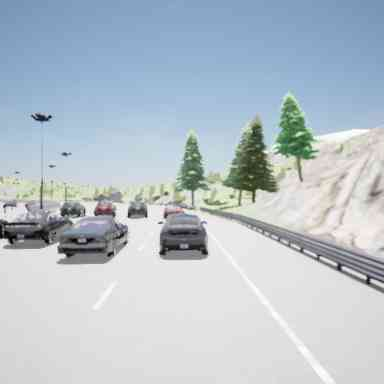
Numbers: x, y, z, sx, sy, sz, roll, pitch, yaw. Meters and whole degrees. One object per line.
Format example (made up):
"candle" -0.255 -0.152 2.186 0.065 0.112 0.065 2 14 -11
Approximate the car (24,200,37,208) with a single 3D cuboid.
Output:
"car" -31.789 2.387 65.804 1.812 1.442 4.674 0 -1 -21

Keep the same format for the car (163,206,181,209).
"car" -1.951 2.013 33.399 1.895 1.301 4.718 0 -1 -7

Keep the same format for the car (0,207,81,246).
"car" -7.518 1.730 16.840 2.128 1.511 4.902 0 -1 -3

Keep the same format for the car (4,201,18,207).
"car" -35.033 2.418 64.492 1.994 1.385 4.181 0 -1 -21

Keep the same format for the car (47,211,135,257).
"car" -3.853 1.732 13.822 2.033 1.411 5.357 0 -1 -2

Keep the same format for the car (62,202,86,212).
"car" -13.059 1.851 36.637 2.097 1.767 4.553 0 -1 -9

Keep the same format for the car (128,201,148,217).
"car" -6.017 1.823 36.886 2.097 1.767 4.553 0 -1 -9

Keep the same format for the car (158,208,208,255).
"car" -0.385 1.682 14.223 1.837 1.490 4.892 0 0 -3

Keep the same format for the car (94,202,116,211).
"car" -9.541 1.837 36.763 2.097 1.767 4.553 0 -1 -9
